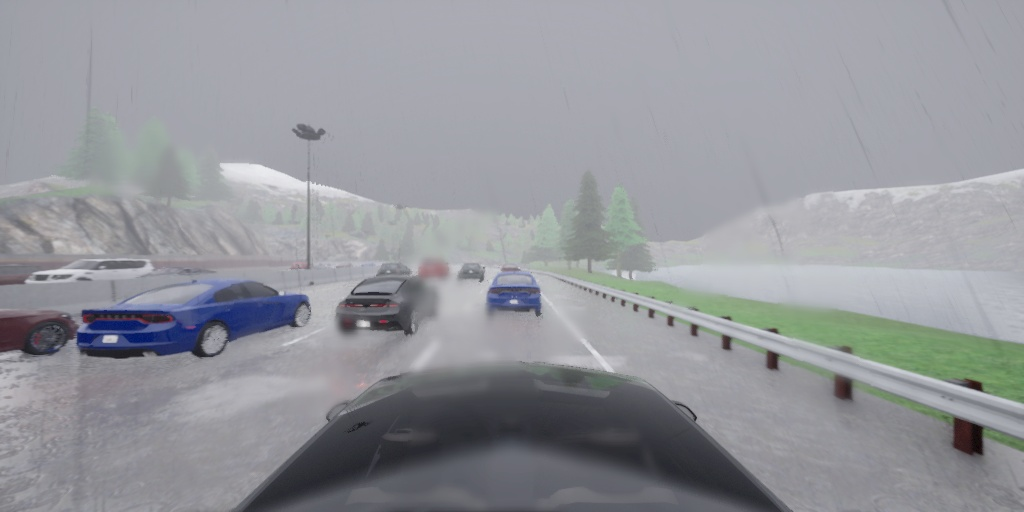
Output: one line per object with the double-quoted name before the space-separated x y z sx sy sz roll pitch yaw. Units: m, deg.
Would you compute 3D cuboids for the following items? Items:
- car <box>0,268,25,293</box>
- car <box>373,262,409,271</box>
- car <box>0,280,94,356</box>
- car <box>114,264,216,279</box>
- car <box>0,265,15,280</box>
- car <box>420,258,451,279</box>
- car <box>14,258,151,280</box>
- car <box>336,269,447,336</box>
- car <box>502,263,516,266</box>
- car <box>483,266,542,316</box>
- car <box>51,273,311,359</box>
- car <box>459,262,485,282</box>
"car" -31.607 1.463 19.819 2.033 1.411 5.357 0 0 0
"car" -10.545 1.372 32.535 2.097 1.767 4.553 0 -1 -2
"car" -10.419 1.314 5.831 1.812 1.442 4.674 0 0 0
"car" -21.130 1.429 22.577 2.128 1.511 4.902 0 -1 0
"car" -28.118 1.263 19.268 2.097 1.767 4.553 0 -1 0
"car" -7.037 1.250 33.328 2.150 2.045 5.566 0 0 -2
"car" -24.617 1.152 21.403 2.150 2.045 5.566 0 -1 0
"car" -3.409 1.336 10.728 1.837 1.490 4.892 0 0 0
"car" -0.311 1.548 38.594 1.882 1.535 5.008 0 0 -4
"car" 0.091 1.334 14.000 1.882 1.535 5.008 0 0 0
"car" -6.911 1.290 8.647 1.882 1.535 5.008 0 0 0
"car" -3.546 1.370 32.536 2.097 1.767 4.553 0 -1 -2
